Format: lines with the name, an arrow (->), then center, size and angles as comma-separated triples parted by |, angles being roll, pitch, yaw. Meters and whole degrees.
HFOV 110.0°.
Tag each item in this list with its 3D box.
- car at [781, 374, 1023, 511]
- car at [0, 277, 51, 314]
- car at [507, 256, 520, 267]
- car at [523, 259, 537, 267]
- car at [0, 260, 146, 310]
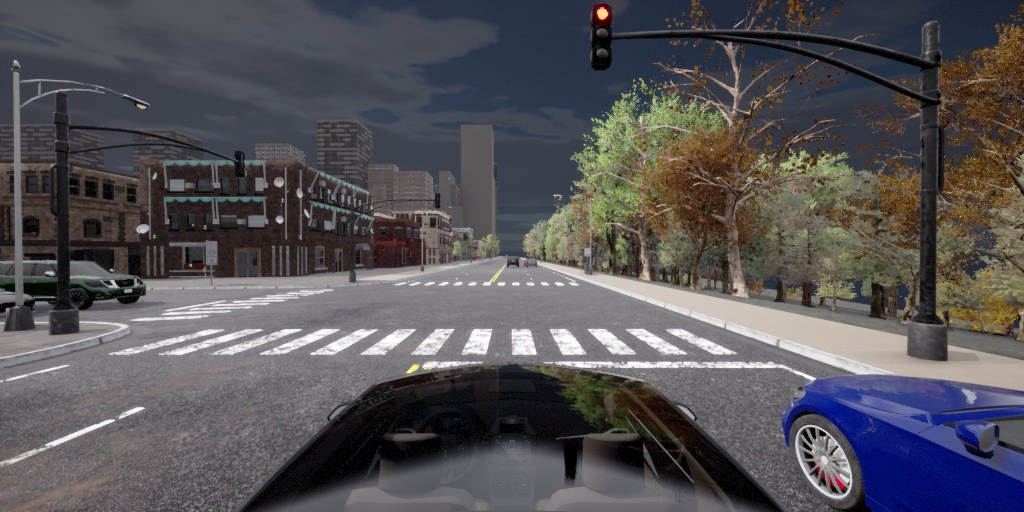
car -> 3.346, 1.276, 1.331 | 1.812, 1.442, 4.674 | 0, 0, 2
car -> -19.926, 1.565, 12.773 | 4.313, 1.339, 1.948 | 0, 0, 0
car -> 0.219, 0.947, 63.715 | 2.150, 2.045, 5.566 | 0, 0, 1
car -> 3.472, 1.217, 63.875 | 2.128, 1.511, 4.902 | 0, 0, 0
car -> -19.311, 1.186, 15.475 | 5.566, 2.045, 2.150 | -1, 1, 0
